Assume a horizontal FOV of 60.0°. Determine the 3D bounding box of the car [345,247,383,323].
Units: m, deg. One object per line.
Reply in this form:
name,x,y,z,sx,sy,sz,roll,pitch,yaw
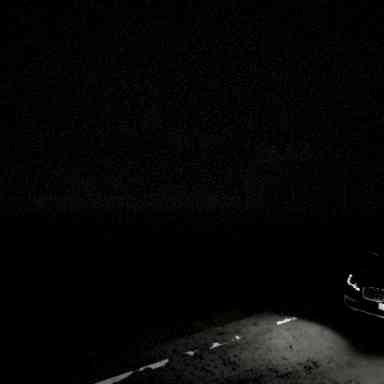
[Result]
car,4.911,1.513,6.469,4.892,1.490,1.837,0,0,-36
